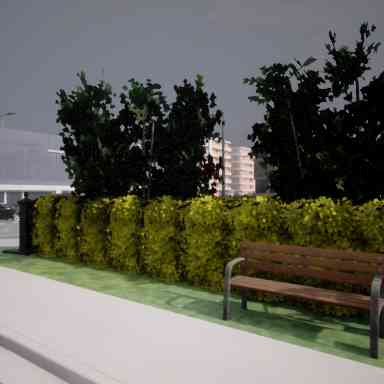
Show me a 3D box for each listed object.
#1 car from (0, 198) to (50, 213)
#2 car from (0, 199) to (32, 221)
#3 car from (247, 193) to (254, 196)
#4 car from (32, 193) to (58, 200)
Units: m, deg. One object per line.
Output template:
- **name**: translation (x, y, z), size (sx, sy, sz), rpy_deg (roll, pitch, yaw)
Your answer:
- **car**: translation (-19.070, 1.502, 37.534), size (2.033, 1.411, 5.357), rpy_deg (0, 0, 35)
- **car**: translation (-14.952, 1.496, 24.747), size (1.837, 1.490, 4.892), rpy_deg (0, 0, 35)
- **car**: translation (11.513, 0.801, 62.523), size (1.994, 1.385, 4.181), rpy_deg (0, 1, 35)
- **car**: translation (-15.244, 1.167, 36.865), size (2.150, 2.045, 5.566), rpy_deg (0, 0, 36)
